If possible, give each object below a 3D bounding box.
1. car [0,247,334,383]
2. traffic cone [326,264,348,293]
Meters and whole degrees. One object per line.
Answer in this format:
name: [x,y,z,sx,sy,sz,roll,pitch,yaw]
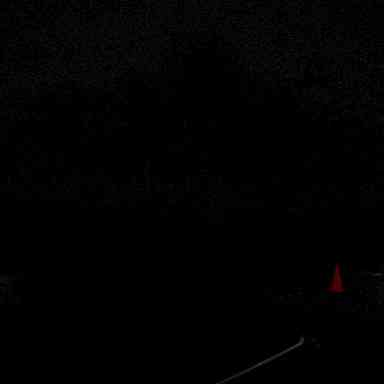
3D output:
car: [-1.163,1.347,1.983,4.553,1.767,2.097,0,0,-35]
traffic cone: [3.334,1.954,7.645,0.340,0.580,0.340,0,0,-32]
